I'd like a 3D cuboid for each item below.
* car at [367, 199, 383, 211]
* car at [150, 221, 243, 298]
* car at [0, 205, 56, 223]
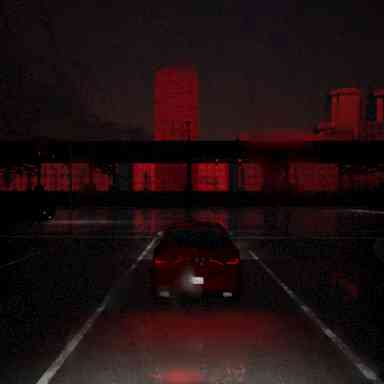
[{"bbox_3d":[22.714,1.403,38.390,4.674,1.442,1.812,-1,0,1],"label":"car"},{"bbox_3d":[0.091,1.478,8.592,1.882,1.535,5.008,0,0,0],"label":"car"},{"bbox_3d":[-12.915,1.601,25.132,4.718,1.301,1.895,0,0,2],"label":"car"}]
